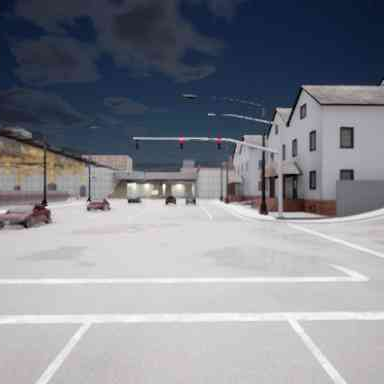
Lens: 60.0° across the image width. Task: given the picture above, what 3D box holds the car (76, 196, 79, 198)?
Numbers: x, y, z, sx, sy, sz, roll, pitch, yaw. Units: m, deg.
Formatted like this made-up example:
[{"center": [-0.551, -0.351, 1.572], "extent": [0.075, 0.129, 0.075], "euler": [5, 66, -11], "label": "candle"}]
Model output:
[{"center": [-32.808, 1.214, 89.680], "extent": [1.853, 1.218, 4.536], "euler": [0, 0, 28], "label": "car"}]

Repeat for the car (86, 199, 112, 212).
[{"center": [-10.729, 1.491, 38.457], "extent": [1.812, 1.442, 4.674], "euler": [0, 0, 0], "label": "car"}]

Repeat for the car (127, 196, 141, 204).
[{"center": [-10.759, 1.491, 62.320], "extent": [2.033, 1.411, 5.357], "euler": [0, 0, 0], "label": "car"}]

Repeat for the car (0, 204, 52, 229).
[{"center": [-10.675, 1.507, 21.524], "extent": [1.812, 1.442, 4.674], "euler": [0, 0, 0], "label": "car"}]

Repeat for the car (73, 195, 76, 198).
[{"center": [-31.975, 1.376, 84.362], "extent": [2.038, 1.542, 4.974], "euler": [0, 0, -37], "label": "car"}]

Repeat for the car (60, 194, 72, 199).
[{"center": [-32.007, 1.219, 84.404], "extent": [1.853, 1.218, 4.536], "euler": [0, 0, -37], "label": "car"}]

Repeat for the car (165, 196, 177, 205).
[{"center": [-3.705, 1.452, 58.740], "extent": [1.837, 1.490, 4.892], "euler": [0, 0, 0], "label": "car"}]

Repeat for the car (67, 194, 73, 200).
[{"center": [-31.948, 1.380, 79.754], "extent": [2.038, 1.542, 4.974], "euler": [0, 0, 43], "label": "car"}]

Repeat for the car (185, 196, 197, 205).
[{"center": [-0.207, 1.437, 58.752], "extent": [2.128, 1.511, 4.902], "euler": [0, 0, 0], "label": "car"}]

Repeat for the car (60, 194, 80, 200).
[{"center": [-32.784, 1.371, 89.726], "extent": [2.038, 1.542, 4.974], "euler": [0, 0, 28], "label": "car"}]
